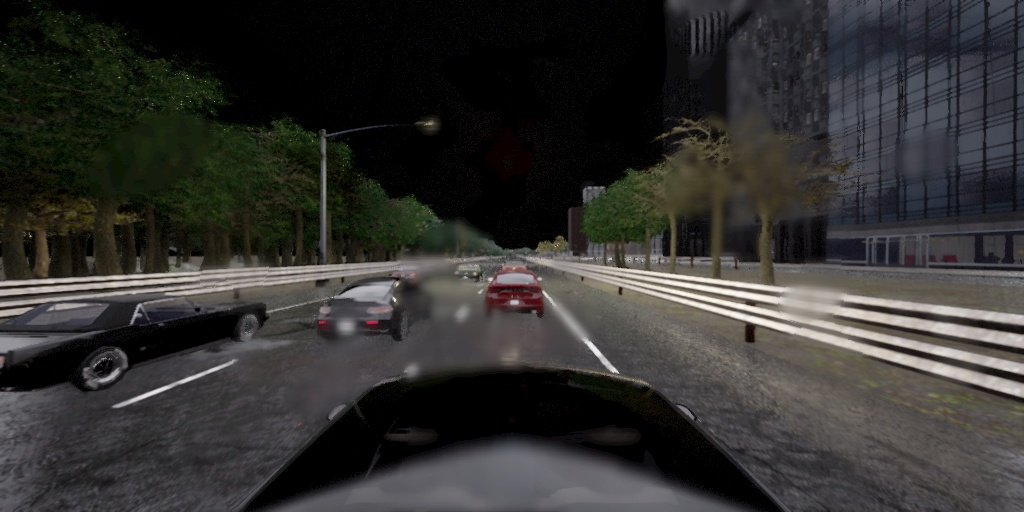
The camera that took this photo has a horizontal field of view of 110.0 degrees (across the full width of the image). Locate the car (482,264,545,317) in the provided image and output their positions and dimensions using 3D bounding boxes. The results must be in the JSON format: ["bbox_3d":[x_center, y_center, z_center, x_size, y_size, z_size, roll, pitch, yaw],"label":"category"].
[{"bbox_3d":[0.118,1.232,13.226,1.882,1.535,5.008,0,0,0],"label":"car"}]

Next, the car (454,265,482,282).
[{"bbox_3d":[-3.333,1.355,28.748,1.895,1.301,4.718,0,0,0],"label":"car"}]

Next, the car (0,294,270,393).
[{"bbox_3d":[-6.923,1.354,6.696,1.895,1.301,4.718,0,0,1],"label":"car"}]

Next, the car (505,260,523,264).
[{"bbox_3d":[0.170,1.105,30.047,2.097,1.767,4.553,0,0,0],"label":"car"}]

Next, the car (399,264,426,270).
[{"bbox_3d":[-6.853,1.303,25.331,2.033,1.411,5.357,0,0,0],"label":"car"}]

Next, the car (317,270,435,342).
[{"bbox_3d":[-3.395,1.279,9.699,1.812,1.442,4.674,0,0,0],"label":"car"}]
